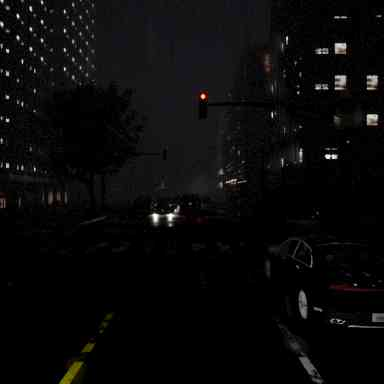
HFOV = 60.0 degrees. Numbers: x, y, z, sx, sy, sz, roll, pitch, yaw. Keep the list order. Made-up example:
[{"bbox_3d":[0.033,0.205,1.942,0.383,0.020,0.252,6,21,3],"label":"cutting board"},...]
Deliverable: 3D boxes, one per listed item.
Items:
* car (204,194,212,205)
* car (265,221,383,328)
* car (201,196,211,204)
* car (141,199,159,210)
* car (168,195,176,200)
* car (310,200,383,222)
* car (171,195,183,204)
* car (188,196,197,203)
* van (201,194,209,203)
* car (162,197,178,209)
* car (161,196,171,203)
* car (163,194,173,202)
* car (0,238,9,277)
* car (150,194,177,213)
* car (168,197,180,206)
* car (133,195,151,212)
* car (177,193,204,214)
[{"bbox_3d":[2.774,1.610,61.387,1.947,1.339,4.313,0,0,0],"label":"car"},{"bbox_3d":[2.699,1.551,6.908,2.008,1.369,4.403,0,0,0],"label":"car"},{"bbox_3d":[2.782,1.577,67.080,1.752,1.417,4.829,0,0,0],"label":"car"},{"bbox_3d":[-5.630,1.592,44.831,1.947,1.339,4.313,0,0,0],"label":"car"},{"bbox_3d":[-5.561,1.654,94.536,2.008,1.369,4.403,0,0,0],"label":"car"},{"bbox_3d":[11.381,1.376,23.844,5.357,1.411,2.033,-1,0,3],"label":"car"},{"bbox_3d":[-2.943,1.404,66.149,2.097,1.767,4.553,0,0,1],"label":"car"},{"bbox_3d":[0.095,1.581,69.036,1.812,1.442,4.674,0,0,0],"label":"car"},{"bbox_3d":[2.789,1.402,72.434,1.690,1.788,3.998,0,0,0],"label":"van"},{"bbox_3d":[-3.031,1.505,46.132,1.882,1.535,5.008,0,0,0],"label":"car"},{"bbox_3d":[-5.592,1.627,72.445,1.947,1.339,4.313,0,0,0],"label":"car"},{"bbox_3d":[-5.584,1.385,77.967,2.192,1.841,5.009,0,0,0],"label":"car"},{"bbox_3d":[-5.681,1.545,6.919,1.887,1.381,4.507,0,0,0],"label":"car"},{"bbox_3d":[-3.048,1.371,37.042,2.097,1.767,4.553,0,0,0],"label":"car"},{"bbox_3d":[-3.013,1.564,56.193,1.812,1.442,4.674,0,0,1],"label":"car"},{"bbox_3d":[-5.637,1.336,39.308,2.192,1.841,5.009,0,0,0],"label":"car"},{"bbox_3d":[-0.085,1.241,35.840,2.150,2.045,5.566,0,0,2],"label":"car"}]
